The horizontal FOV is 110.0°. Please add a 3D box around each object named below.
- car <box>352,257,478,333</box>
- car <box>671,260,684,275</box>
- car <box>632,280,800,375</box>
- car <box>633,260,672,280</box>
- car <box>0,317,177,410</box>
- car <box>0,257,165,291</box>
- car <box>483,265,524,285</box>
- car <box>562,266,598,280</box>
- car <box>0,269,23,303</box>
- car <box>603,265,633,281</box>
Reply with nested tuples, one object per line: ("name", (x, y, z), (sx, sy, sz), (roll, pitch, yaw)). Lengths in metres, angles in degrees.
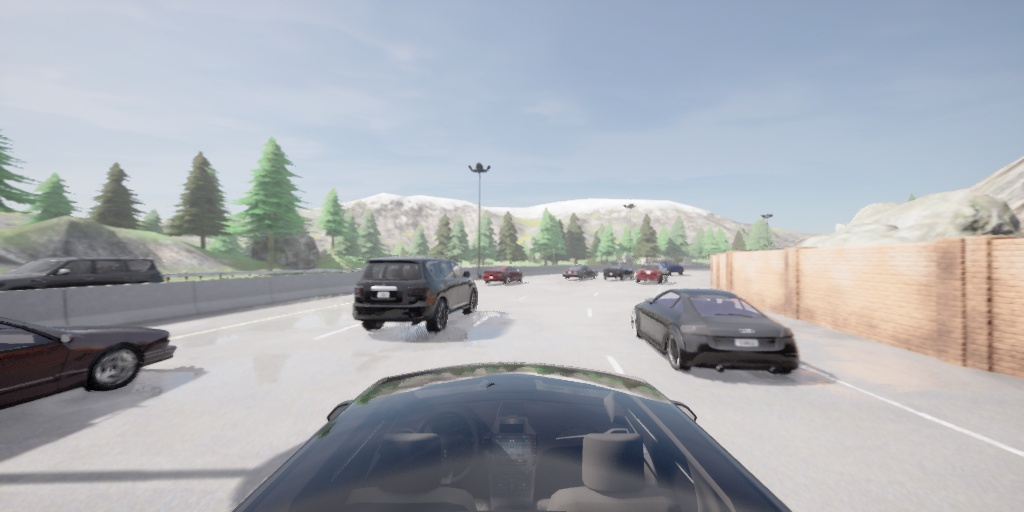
("car", (-2.711, 1.064, 11.374), (2.150, 2.045, 5.566), (0, -1, 9))
("car", (20.727, 1.549, 47.758), (5.566, 2.045, 2.150), (1, -1, -40))
("car", (3.992, 1.396, 7.791), (1.994, 1.385, 4.181), (0, -1, 6))
("car", (12.596, 1.477, 31.977), (2.097, 1.767, 4.553), (0, -1, 31))
("car", (-6.849, 1.291, 3.751), (2.033, 1.411, 5.357), (0, -1, 2))
("car", (-16.612, 1.034, 13.491), (2.150, 2.045, 5.566), (0, -1, 9))
("car", (-0.609, 1.528, 30.092), (1.882, 1.535, 5.008), (0, -1, 24))
("car", (7.096, 1.705, 37.099), (2.033, 1.411, 5.357), (0, -1, 35))
("car", (-23.593, 1.292, 14.067), (1.837, 1.490, 4.892), (0, -1, 8))
("car", (10.842, 1.642, 36.273), (1.882, 1.535, 5.008), (0, -2, 34))
